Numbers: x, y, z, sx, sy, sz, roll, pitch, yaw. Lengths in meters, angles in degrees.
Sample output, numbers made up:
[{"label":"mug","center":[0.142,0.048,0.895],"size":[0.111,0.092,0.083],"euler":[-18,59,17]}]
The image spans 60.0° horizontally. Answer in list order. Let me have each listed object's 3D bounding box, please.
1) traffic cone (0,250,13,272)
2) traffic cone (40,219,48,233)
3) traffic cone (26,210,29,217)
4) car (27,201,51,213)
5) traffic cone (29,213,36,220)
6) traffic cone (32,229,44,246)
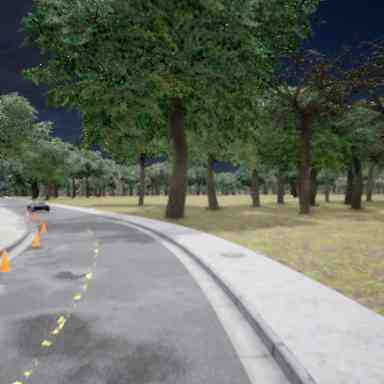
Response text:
[{"label":"traffic cone","center":[-5.459,1.993,9.721],"size":[0.340,0.580,0.340],"euler":[0,0,-12]},{"label":"traffic cone","center":[-8.352,2.003,18.791],"size":[0.340,0.580,0.340],"euler":[0,0,-23]},{"label":"traffic cone","center":[-15.555,2.034,31.495],"size":[0.340,0.580,0.340],"euler":[0,0,-32]},{"label":"car","center":[-17.650,1.691,38.290],"size":[1.895,1.301,4.718],"euler":[0,0,-34]},{"label":"traffic cone","center":[-12.916,2.021,27.248],"size":[0.340,0.580,0.340],"euler":[0,0,-32]},{"label":"traffic cone","center":[-6.691,1.996,14.325],"size":[0.340,0.580,0.340],"euler":[0,0,-18]}]
